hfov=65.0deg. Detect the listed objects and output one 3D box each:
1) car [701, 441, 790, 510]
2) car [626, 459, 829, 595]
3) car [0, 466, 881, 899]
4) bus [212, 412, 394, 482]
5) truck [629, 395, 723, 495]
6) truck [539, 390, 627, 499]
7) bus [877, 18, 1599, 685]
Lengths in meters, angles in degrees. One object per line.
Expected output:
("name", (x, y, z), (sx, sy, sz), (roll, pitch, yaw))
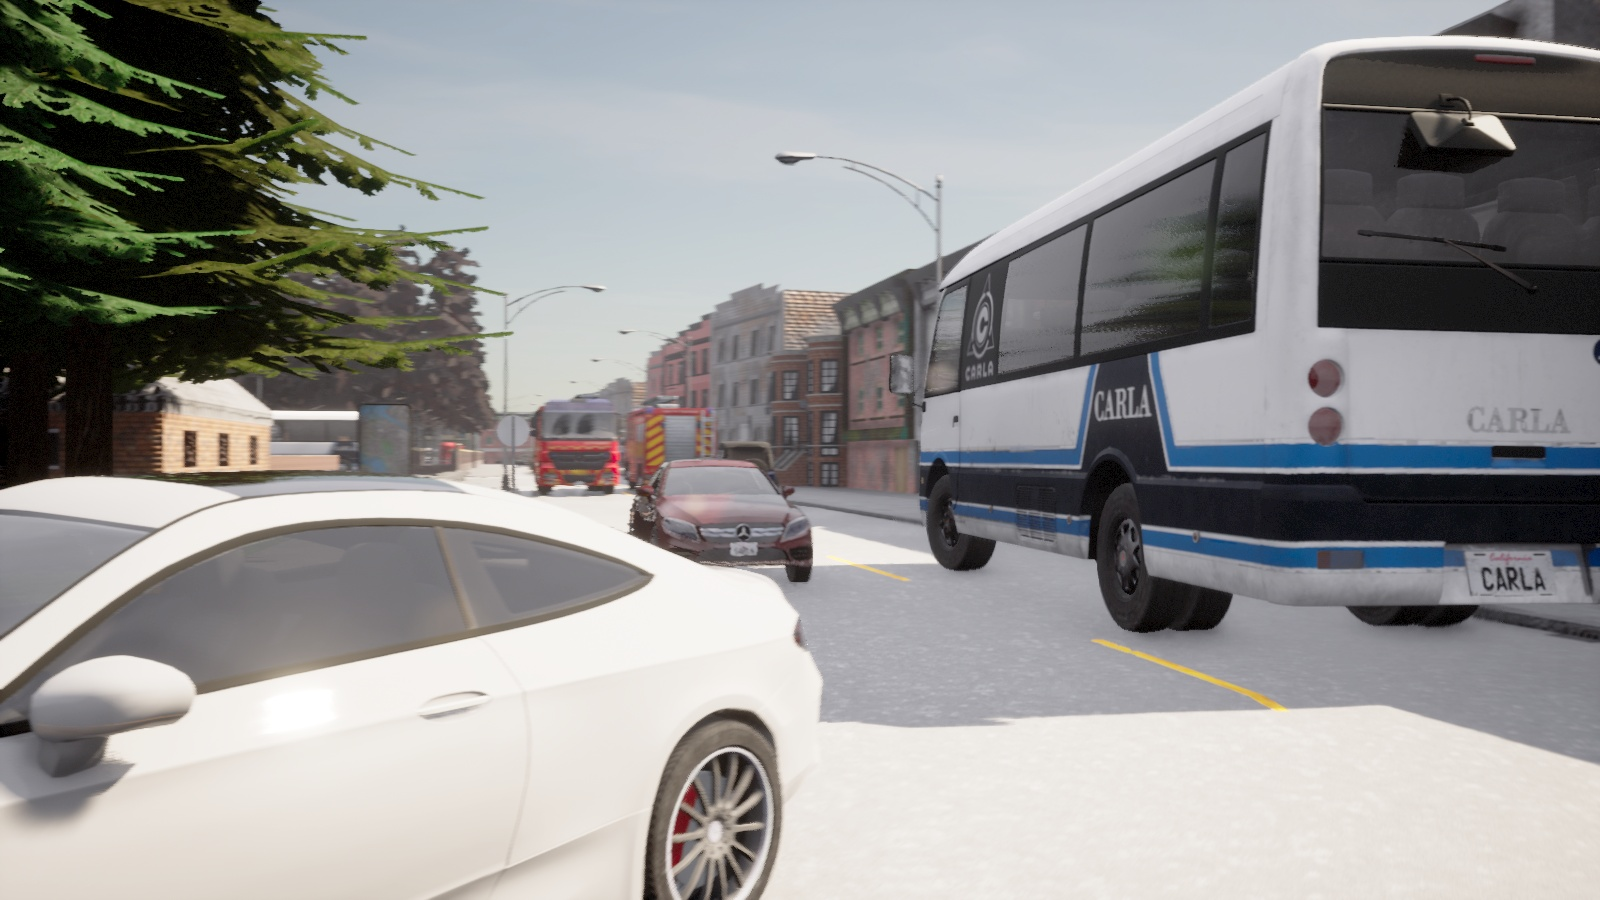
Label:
("car", (-1.636, 0.703, 36.379), (1.905, 1.878, 3.866), (0, 0, -13))
("car", (-1.088, 0.843, 15.923), (1.812, 1.442, 4.674), (0, 0, -13))
("car", (-1.792, 0.791, 3.169), (1.812, 1.442, 4.674), (0, 0, 35))
("bus", (-31.079, -0.179, 79.105), (10.273, 4.253, 3.944), (0, 0, -14))
("truck", (-5.379, -0.172, 52.829), (2.891, 3.827, 8.468), (0, 0, -13))
("truck", (-8.577, -0.178, 48.853), (2.891, 3.827, 8.468), (0, 0, -13))
("bus", (3.797, -0.580, 13.358), (3.944, 4.253, 10.273), (0, 0, -8))
